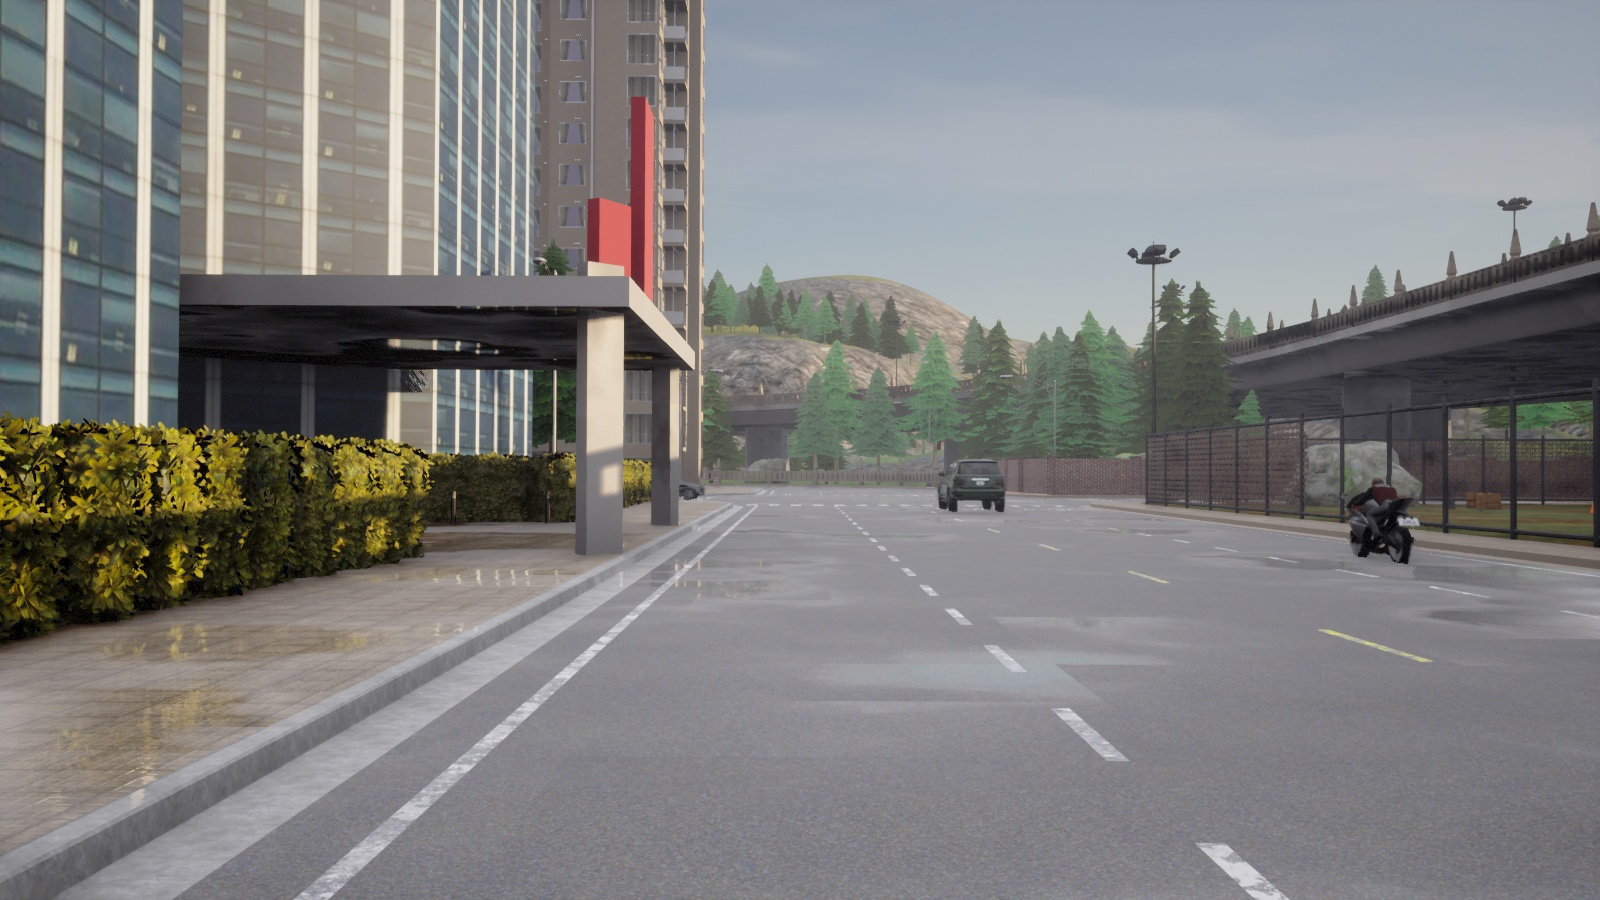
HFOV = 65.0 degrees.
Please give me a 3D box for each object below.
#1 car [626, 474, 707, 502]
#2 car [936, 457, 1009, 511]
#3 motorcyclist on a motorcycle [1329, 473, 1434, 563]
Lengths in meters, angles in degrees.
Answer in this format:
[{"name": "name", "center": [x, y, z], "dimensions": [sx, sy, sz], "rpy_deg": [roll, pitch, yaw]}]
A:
[{"name": "car", "center": [-7.196, 2.050, 68.034], "dimensions": [4.193, 1.474, 1.816], "rpy_deg": [0, -1, 0]}, {"name": "car", "center": [6.864, 1.352, 50.529], "dimensions": [2.150, 2.045, 5.566], "rpy_deg": [0, -1, 0]}, {"name": "motorcyclist on a motorcycle", "center": [10.439, 1.187, 22.645], "dimensions": [0.866, 1.530, 2.191], "rpy_deg": [0, -1, 0]}]
